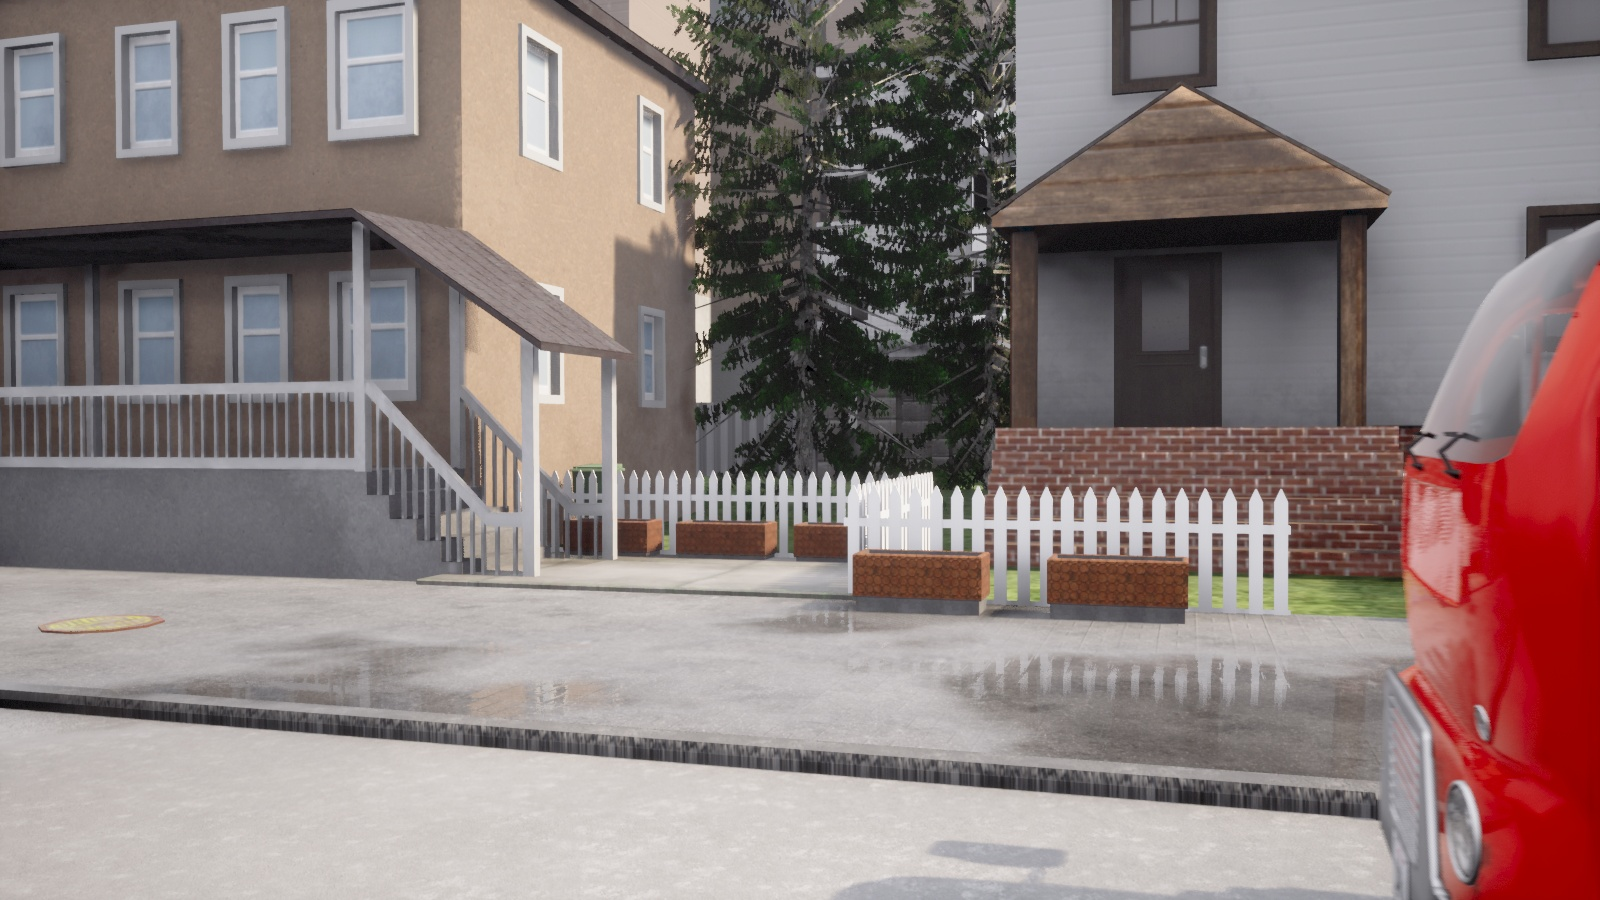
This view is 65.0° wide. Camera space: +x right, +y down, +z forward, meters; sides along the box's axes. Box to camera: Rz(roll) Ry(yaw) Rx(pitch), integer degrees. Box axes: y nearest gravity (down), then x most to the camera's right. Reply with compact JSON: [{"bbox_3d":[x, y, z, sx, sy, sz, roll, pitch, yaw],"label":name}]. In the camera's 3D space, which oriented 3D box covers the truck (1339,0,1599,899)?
[{"bbox_3d":[3.964,0.316,2.389,5.204,2.467,2.627,1,1,19],"label":"truck"}]
